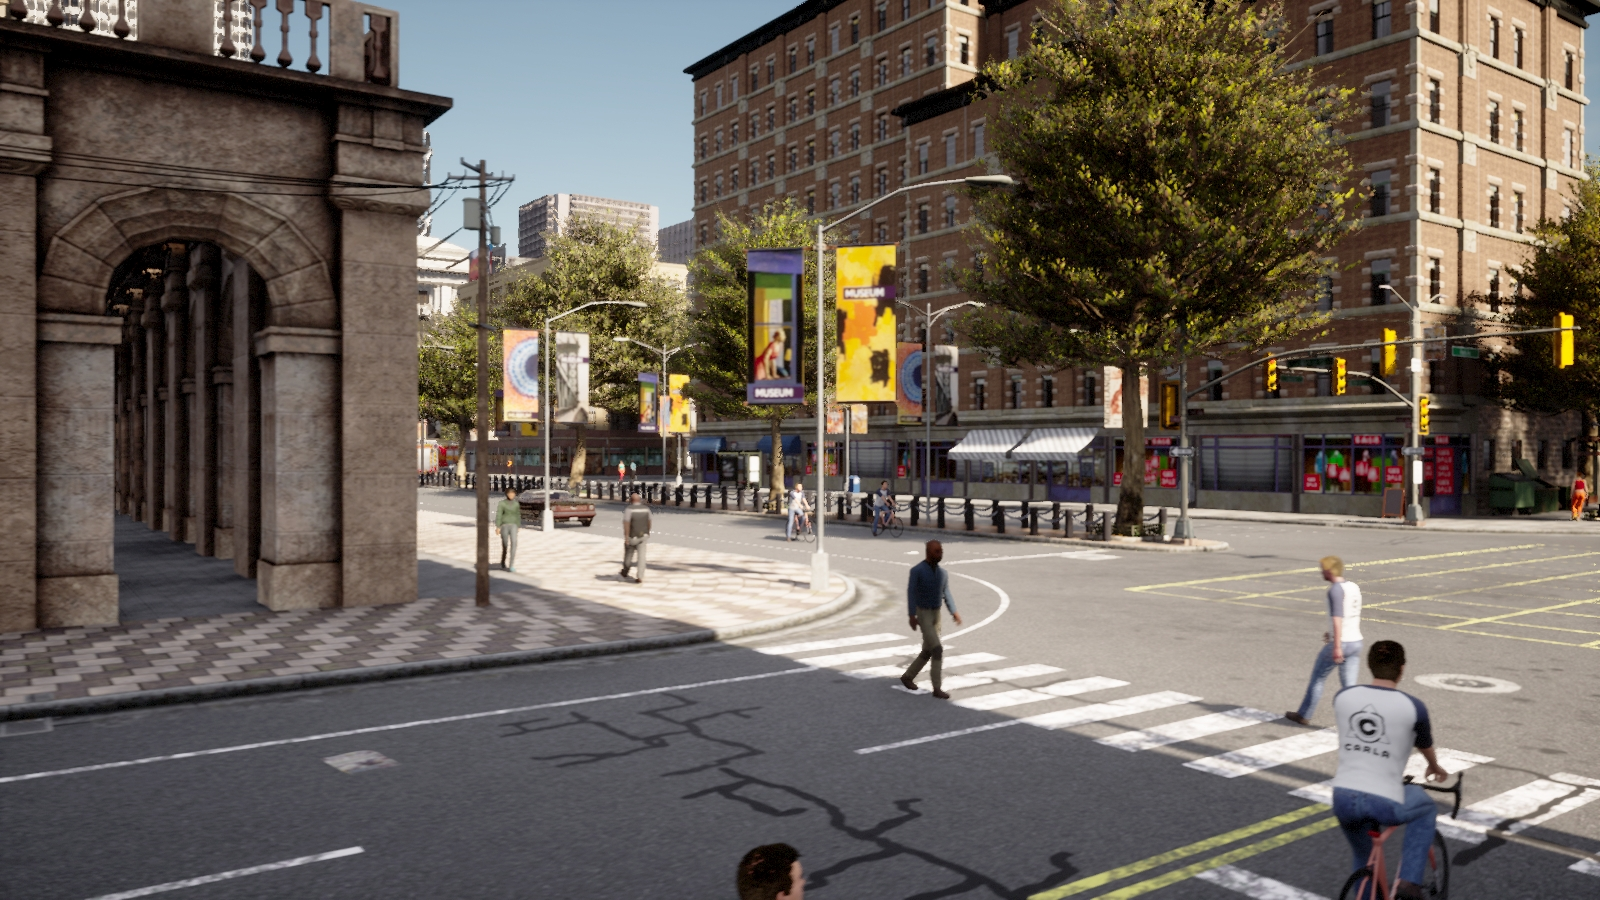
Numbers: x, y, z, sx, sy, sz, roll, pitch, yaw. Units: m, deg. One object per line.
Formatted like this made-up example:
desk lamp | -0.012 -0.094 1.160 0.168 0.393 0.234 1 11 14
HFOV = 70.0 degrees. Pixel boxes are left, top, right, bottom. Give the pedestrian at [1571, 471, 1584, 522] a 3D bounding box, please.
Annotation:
pedestrian | 28.629 1.691 42.059 0.375 1.860 0.375 0 0 31

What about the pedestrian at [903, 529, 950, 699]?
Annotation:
pedestrian | 1.434 1.847 13.004 0.375 1.860 0.375 0 0 -37

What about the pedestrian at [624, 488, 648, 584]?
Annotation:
pedestrian | -3.263 1.695 22.689 0.375 1.860 0.375 0 0 -27

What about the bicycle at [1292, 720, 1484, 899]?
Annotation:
bicycle | 3.183 2.205 6.114 1.643 1.196 0.373 0 0 -43

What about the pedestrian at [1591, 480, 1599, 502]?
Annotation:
pedestrian | 40.307 2.069 57.743 0.500 1.100 0.500 0 0 42

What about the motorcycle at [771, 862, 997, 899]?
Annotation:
motorcycle | -0.155 2.212 3.637 2.033 1.145 0.803 0 0 -35

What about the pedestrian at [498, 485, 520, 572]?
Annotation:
pedestrian | -6.312 1.695 24.806 0.375 1.860 0.375 0 0 -31

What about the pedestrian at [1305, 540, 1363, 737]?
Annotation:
pedestrian | 5.292 1.847 11.322 0.375 1.860 0.375 0 0 -34
